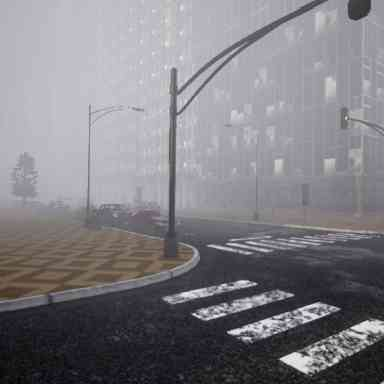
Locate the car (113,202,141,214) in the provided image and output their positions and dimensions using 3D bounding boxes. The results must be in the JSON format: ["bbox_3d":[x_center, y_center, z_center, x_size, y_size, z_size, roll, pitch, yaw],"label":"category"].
[{"bbox_3d":[-8.497,1.980,42.940,1.752,1.417,4.829,1,-1,-35],"label":"car"}]

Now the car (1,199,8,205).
[{"bbox_3d":[-41.309,2.291,75.275,2.008,1.369,4.403,1,-1,-35],"label":"car"}]

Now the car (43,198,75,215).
[{"bbox_3d":[-15.269,1.742,38.005,1.967,1.590,4.097,1,-1,-35],"label":"car"}]

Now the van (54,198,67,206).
[{"bbox_3d":[-27.929,2.123,70.757,1.690,1.788,3.998,1,-1,-35],"label":"van"}]

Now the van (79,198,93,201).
[{"bbox_3d":[-18.164,1.959,56.780,1.690,1.788,3.998,1,-1,-35],"label":"van"}]

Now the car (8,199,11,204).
[{"bbox_3d":[-34.799,2.212,65.957,1.802,1.307,4.206,1,-1,-35],"label":"car"}]

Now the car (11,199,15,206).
[{"bbox_3d":[-31.545,2.127,61.298,2.008,1.369,4.403,1,-1,-35],"label":"car"}]

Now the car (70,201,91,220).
[{"bbox_3d":[-8.662,1.716,28.547,1.752,1.417,4.829,1,-1,-35],"label":"car"}]

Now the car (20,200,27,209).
[{"bbox_3d":[-25.034,2.032,51.980,1.947,1.339,4.313,1,-1,-35],"label":"car"}]

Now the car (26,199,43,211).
[{"bbox_3d":[-21.779,1.962,47.321,2.008,1.369,4.403,1,-1,-35],"label":"car"}]

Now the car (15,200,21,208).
[{"bbox_3d":[-28.289,2.066,56.639,1.887,1.381,4.507,1,-1,-35],"label":"car"}]

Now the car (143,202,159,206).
[{"bbox_3d":[-5.145,1.839,38.144,1.967,1.590,4.097,1,-1,-35],"label":"car"}]

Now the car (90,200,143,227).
[{"bbox_3d":[-5.504,1.578,24.028,1.967,1.590,4.097,1,-1,-35],"label":"car"}]

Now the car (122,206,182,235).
[{"bbox_3d":[-2.250,1.665,19.367,1.802,1.307,4.206,1,-1,-35],"label":"car"}]

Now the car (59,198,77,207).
[{"bbox_3d":[-24.674,2.042,66.099,2.192,1.841,5.009,1,-1,-35],"label":"car"}]
